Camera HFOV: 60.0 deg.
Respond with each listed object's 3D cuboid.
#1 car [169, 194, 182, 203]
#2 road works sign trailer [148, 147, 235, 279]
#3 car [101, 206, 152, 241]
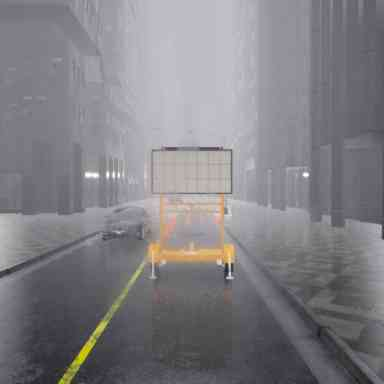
[{"bbox_3d":[-3.028,1.135,61.212,2.150,2.045,5.566,0,0,0],"label":"car"},{"bbox_3d":[0.003,0.459,10.014,2.380,3.560,2.880,0,0,1],"label":"road works sign trailer"},{"bbox_3d":[-3.111,1.494,16.556,1.837,1.490,4.892,0,0,0],"label":"car"}]
